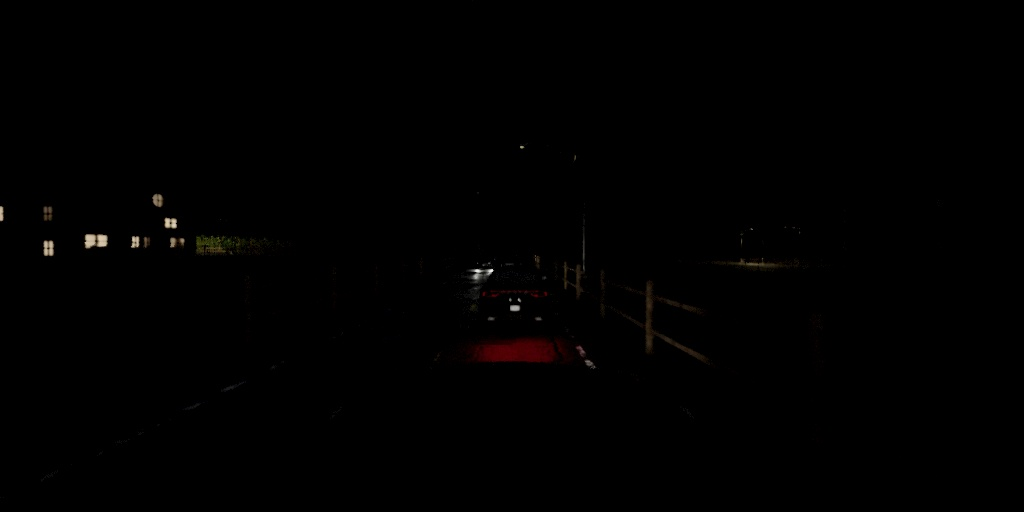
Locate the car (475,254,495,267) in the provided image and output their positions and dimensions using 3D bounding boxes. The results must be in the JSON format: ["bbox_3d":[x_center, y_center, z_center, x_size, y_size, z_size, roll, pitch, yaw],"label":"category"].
[{"bbox_3d":[-2.829,0.589,38.031,1.837,1.490,4.892,0,1,0],"label":"car"}]

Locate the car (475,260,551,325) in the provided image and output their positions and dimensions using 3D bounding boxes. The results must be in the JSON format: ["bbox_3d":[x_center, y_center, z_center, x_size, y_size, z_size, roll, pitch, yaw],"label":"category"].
[{"bbox_3d":[0.084,1.053,11.132,1.882,1.535,5.008,0,1,0],"label":"car"}]

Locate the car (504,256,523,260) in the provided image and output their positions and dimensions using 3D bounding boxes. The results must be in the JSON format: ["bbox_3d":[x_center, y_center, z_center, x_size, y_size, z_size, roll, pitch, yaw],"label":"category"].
[{"bbox_3d":[0.097,0.757,28.055,2.128,1.511,4.902,0,1,0],"label":"car"}]
